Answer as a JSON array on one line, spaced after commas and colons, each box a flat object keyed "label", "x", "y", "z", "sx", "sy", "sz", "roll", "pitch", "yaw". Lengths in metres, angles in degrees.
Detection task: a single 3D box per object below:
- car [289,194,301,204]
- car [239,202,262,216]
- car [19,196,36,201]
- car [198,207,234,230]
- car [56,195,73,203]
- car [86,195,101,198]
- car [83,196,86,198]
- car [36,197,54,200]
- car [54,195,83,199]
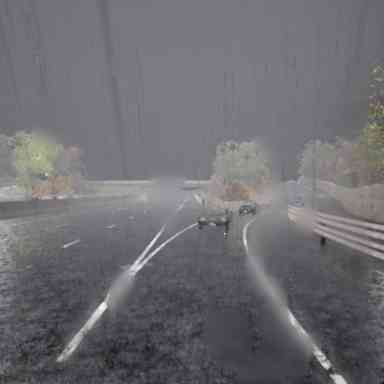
[{"label": "car", "x": 22.702, "y": 1.867, "z": 74.083, "sx": 2.033, "sy": 1.411, "sz": 5.357, "roll": 0, "pitch": 3, "yaw": 20}, {"label": "car", "x": 6.744, "y": 1.919, "z": 38.257, "sx": 1.837, "sy": 1.490, "sz": 4.892, "roll": -1, "pitch": -2, "yaw": 23}, {"label": "car", "x": -28.008, "y": 1.496, "z": 57.237, "sx": 2.128, "sy": 1.511, "sz": 4.902, "roll": 0, "pitch": 0, "yaw": 1}, {"label": "car", "x": 1.670, "y": 1.641, "z": 21.498, "sx": 1.895, "sy": 1.301, "sz": 4.718, "roll": 0, "pitch": 0, "yaw": 11}, {"label": "car", "x": -27.988, "y": 1.491, "z": 73.368, "sx": 1.882, "sy": 1.535, "sz": 5.008, "roll": 0, "pitch": 0, "yaw": 0}, {"label": "car", "x": -20.988, "y": 1.513, "z": 73.048, "sx": 1.837, "sy": 1.490, "sz": 4.892, "roll": 0, "pitch": 0, "yaw": 0}, {"label": "car", "x": -24.488, "y": 1.537, "z": 73.422, "sx": 1.812, "sy": 1.442, "sz": 4.674, "roll": 0, "pitch": 0, "yaw": 0}, {"label": "car", "x": -24.508, "y": 1.526, "z": 57.283, "sx": 1.812, "sy": 1.442, "sz": 4.674, "roll": 0, "pitch": 0, "yaw": 1}, {"label": "car", "x": -21.013, "y": 1.547, "z": 56.808, "sx": 2.033, "sy": 1.411, "sz": 5.357, "roll": 0, "pitch": 0, "yaw": 1}]
